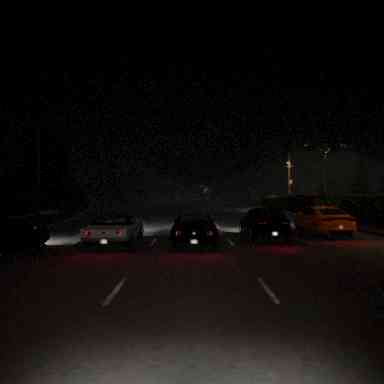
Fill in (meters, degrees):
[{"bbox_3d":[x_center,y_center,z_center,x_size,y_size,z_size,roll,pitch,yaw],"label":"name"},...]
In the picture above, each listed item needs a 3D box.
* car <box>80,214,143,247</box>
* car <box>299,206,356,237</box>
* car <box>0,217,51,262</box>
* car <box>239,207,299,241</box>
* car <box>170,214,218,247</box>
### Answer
[{"bbox_3d":[-3.411,1.633,15.118,1.895,1.301,4.718,0,0,0],"label":"car"},{"bbox_3d":[7.091,1.517,18.278,1.882,1.535,5.008,0,0,0],"label":"car"},{"bbox_3d":[-6.918,1.572,11.644,2.033,1.411,5.357,0,0,0],"label":"car"},{"bbox_3d":[3.590,1.541,16.779,1.837,1.490,4.892,0,0,0],"label":"car"},{"bbox_3d":[0.089,1.633,15.118,1.895,1.301,4.718,0,0,0],"label":"car"}]
